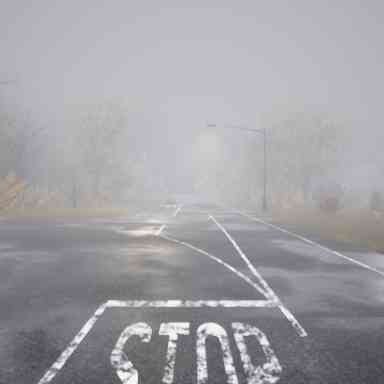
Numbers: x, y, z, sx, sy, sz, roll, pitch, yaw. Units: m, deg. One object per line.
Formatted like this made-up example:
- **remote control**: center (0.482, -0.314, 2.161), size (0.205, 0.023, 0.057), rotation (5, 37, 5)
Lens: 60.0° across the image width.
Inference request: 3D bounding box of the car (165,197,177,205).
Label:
- **car**: center (-3.622, 1.579, 57.367), size (1.994, 1.385, 4.181), rotation (0, 0, -1)
